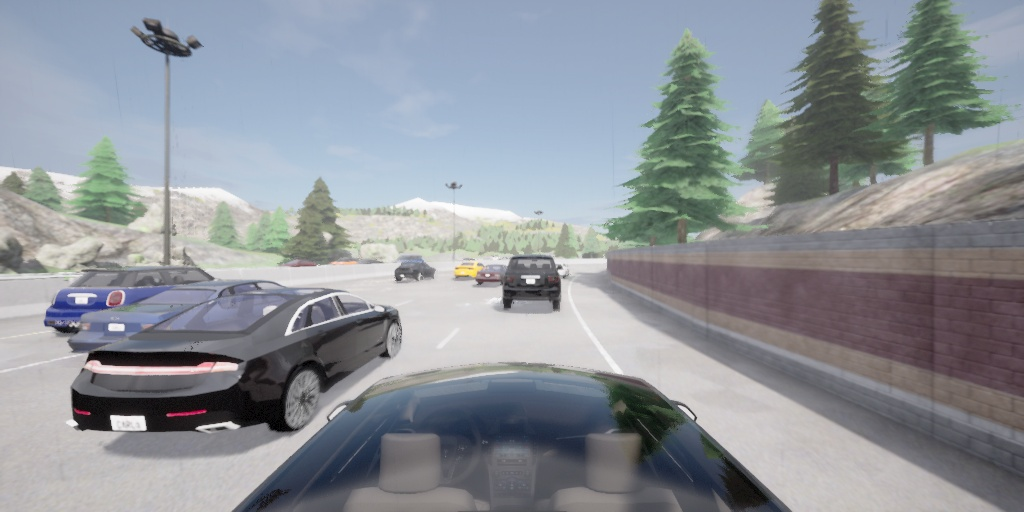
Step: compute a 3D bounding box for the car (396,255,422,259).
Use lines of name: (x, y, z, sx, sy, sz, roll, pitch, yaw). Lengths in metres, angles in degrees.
car: (-13.781, 0.887, 47.170, 2.150, 2.045, 5.566, 0, 0, 18)

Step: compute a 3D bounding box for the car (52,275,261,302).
car: (-6.641, 1.271, 8.658, 2.033, 1.411, 5.357, 0, 0, 3)

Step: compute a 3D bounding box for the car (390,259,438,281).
car: (-7.549, 1.207, 28.558, 1.837, 1.490, 4.892, 0, 0, 11)

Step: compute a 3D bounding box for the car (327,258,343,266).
car: (-21.411, 0.994, 46.014, 2.097, 1.767, 4.553, 0, 0, 17)

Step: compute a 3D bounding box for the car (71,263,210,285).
car: (-9.968, 1.063, 10.539, 2.097, 1.767, 4.553, 0, 0, 4)

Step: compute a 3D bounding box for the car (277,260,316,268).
car: (-25.842, 1.158, 43.216, 1.812, 1.442, 4.674, 0, 0, 15)

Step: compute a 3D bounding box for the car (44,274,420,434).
car: (-3.238, 1.228, 5.524, 2.128, 1.511, 4.902, 0, 0, 2)

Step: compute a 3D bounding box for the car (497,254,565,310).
car: (0.917, 0.962, 14.957, 2.150, 2.045, 5.566, 0, 0, 6)

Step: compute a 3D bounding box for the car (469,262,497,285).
car: (-1.102, 1.272, 25.356, 2.033, 1.411, 5.357, 0, 0, 11)

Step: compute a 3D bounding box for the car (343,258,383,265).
car: (-18.164, 1.132, 44.714, 1.882, 1.535, 5.008, 0, 0, 17)

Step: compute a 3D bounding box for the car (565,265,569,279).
car: (4.152, 1.259, 32.834, 1.812, 1.442, 4.674, 0, 0, 14)

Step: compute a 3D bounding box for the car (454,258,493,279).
car: (-3.418, 1.189, 31.241, 1.882, 1.535, 5.008, 0, 0, 12)
